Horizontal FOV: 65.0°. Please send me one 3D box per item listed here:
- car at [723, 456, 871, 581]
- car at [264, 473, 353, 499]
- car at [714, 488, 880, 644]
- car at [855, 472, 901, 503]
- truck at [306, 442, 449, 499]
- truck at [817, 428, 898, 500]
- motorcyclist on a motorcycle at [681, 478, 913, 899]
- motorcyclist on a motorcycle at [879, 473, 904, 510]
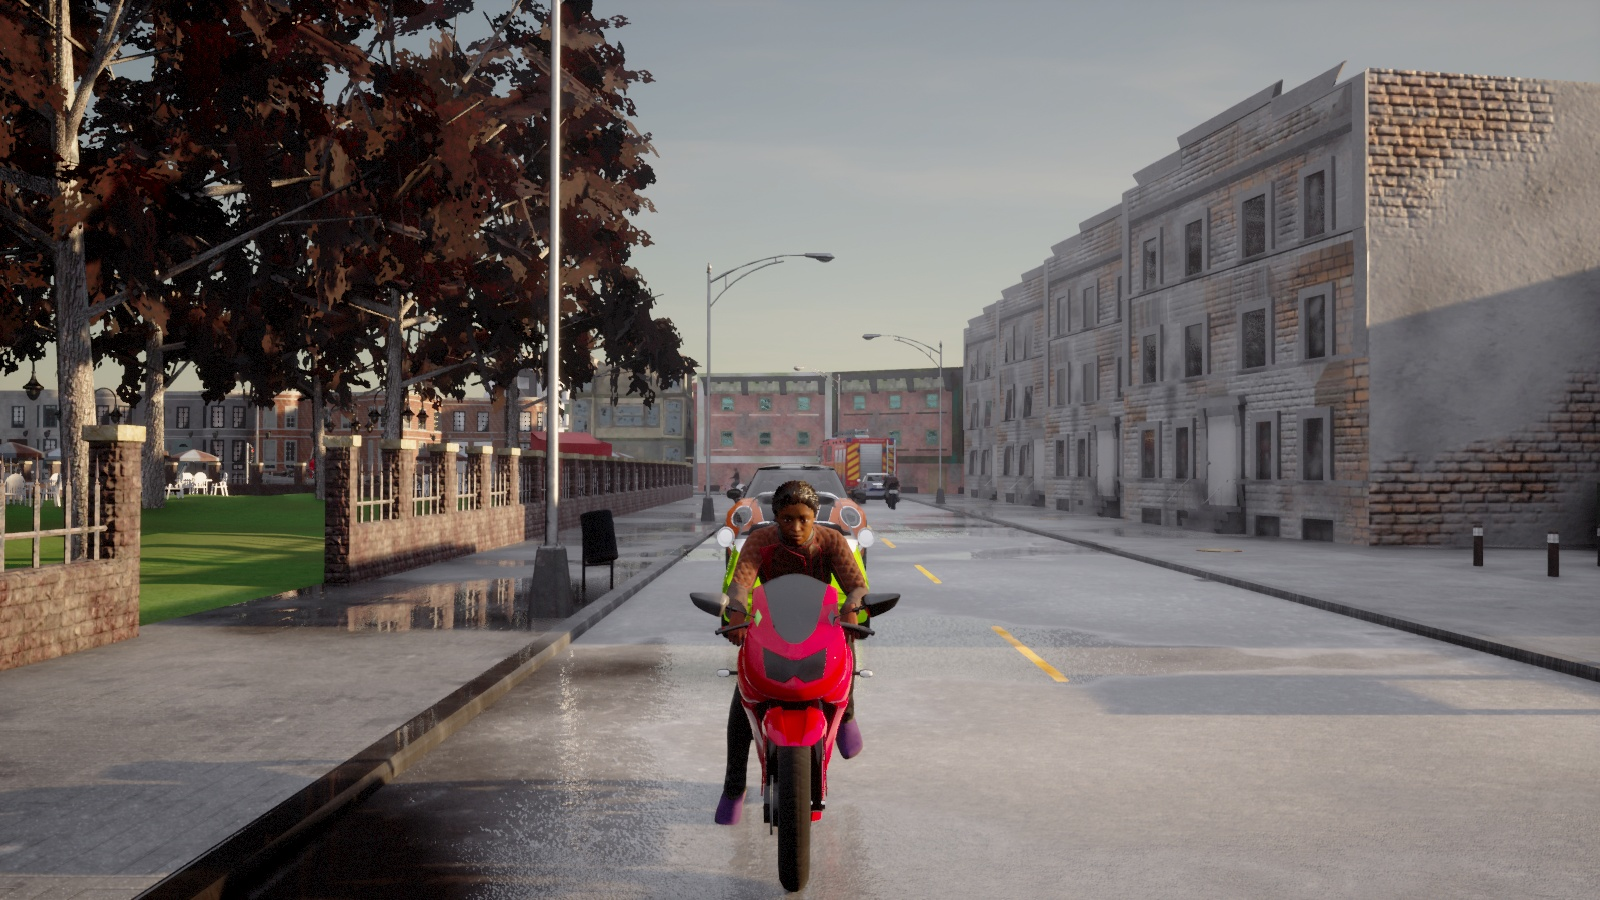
[{"bbox_3d":[-0.053,1.010,20.121,2.097,1.767,4.553,0,-1,0],"label":"car"},{"bbox_3d":[-29.107,2.125,74.470,4.514,1.525,2.007,0,-1,0],"label":"car"},{"bbox_3d":[-0.032,1.077,12.395,1.481,1.376,2.207,0,-1,0],"label":"car"},{"bbox_3d":[3.787,1.794,61.448,1.970,1.475,3.806,0,-1,0],"label":"car"},{"bbox_3d":[-26.326,1.253,78.481,7.936,3.462,2.891,0,-1,0],"label":"truck"},{"bbox_3d":[3.127,0.831,71.191,2.891,3.827,8.468,0,-1,-9],"label":"truck"},{"bbox_3d":[-0.014,0.887,5.366,0.797,1.523,2.044,0,-1,0],"label":"motorcyclist on a motorcycle"},{"bbox_3d":[3.825,1.712,52.392,0.866,1.530,2.191,0,-1,0],"label":"motorcyclist on a motorcycle"}]
